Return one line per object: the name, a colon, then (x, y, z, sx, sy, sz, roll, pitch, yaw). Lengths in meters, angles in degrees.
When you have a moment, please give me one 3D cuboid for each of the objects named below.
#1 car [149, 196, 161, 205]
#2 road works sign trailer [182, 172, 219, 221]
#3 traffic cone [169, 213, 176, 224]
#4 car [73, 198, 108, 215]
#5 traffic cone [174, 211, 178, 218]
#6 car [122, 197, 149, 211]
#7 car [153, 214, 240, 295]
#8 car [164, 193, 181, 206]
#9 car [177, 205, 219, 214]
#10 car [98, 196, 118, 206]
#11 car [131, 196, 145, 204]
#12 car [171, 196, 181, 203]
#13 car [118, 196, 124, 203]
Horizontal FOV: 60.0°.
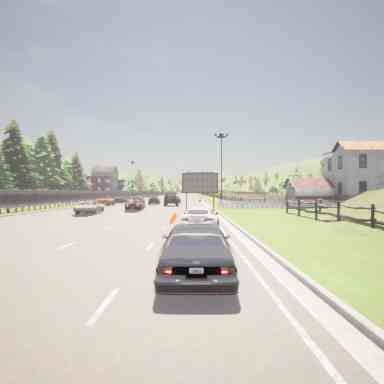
car: (-6.801, 1.504, 60.280, 1.837, 1.490, 4.892, 0, 0, 0)
road works sign trailer: (0.525, 0.464, 22.085, 2.380, 3.560, 2.880, 0, 0, -3)
traffic cone: (-1.449, 1.955, 23.203, 0.340, 0.580, 0.340, 0, 0, 0)
car: (-10.346, 1.601, 33.845, 1.895, 1.301, 4.718, 0, 0, 0)
traffic cone: (-1.446, 1.955, 25.203, 0.340, 0.580, 0.340, 0, 0, 0)
car: (-6.833, 1.600, 40.439, 1.895, 1.301, 4.718, 0, 0, 0)
car: (0.112, 1.547, 8.846, 2.033, 1.411, 5.357, 0, 0, 1)
car: (-3.312, 1.221, 53.385, 2.150, 2.045, 5.566, 0, 0, 0)
car: (0.471, 1.540, 18.472, 1.812, 1.442, 4.674, -1, -1, 7)
car: (-13.814, 1.352, 53.162, 2.097, 1.767, 4.553, 0, 0, 0)
car: (-10.296, 1.563, 63.308, 1.994, 1.385, 4.181, 0, 0, 0)
car: (-3.287, 1.564, 68.600, 1.994, 1.385, 4.181, 0, 0, 0)
car: (-13.795, 1.526, 63.764, 1.812, 1.442, 4.674, 0, 0, 0)
